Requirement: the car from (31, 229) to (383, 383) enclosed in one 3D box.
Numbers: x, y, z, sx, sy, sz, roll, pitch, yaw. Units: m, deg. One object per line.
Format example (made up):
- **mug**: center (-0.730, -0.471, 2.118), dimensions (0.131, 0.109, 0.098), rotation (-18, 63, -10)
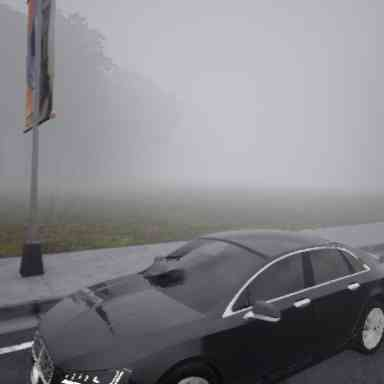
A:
- **car**: center (0.687, 1.300, 4.195), dimensions (4.892, 1.490, 1.837), rotation (0, 4, -34)
